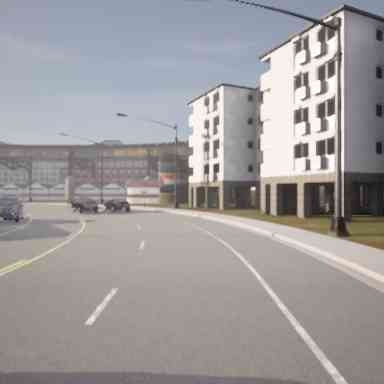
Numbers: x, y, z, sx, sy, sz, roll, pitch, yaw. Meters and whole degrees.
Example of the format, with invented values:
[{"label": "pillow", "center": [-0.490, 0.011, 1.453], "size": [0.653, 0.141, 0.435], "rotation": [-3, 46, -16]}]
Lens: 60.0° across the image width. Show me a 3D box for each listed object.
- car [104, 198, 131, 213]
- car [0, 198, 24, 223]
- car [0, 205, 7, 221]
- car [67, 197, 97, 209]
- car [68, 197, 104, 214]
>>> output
[{"label": "car", "center": [-8.394, 1.444, 37.013], "size": [1.837, 1.490, 4.892], "rotation": [0, 0, -32]}, {"label": "car", "center": [-13.649, 1.235, 24.418], "size": [2.097, 1.767, 4.553], "rotation": [0, 0, -22]}, {"label": "car", "center": [-3.411, 1.220, 1.347], "size": [2.150, 2.045, 5.566], "rotation": [0, 0, 0]}, {"label": "car", "center": [-15.122, 1.433, 45.410], "size": [4.892, 1.490, 1.837], "rotation": [1, 1, 44]}, {"label": "car", "center": [-11.308, 1.435, 35.067], "size": [2.128, 1.511, 4.902], "rotation": [0, 0, -32]}]
